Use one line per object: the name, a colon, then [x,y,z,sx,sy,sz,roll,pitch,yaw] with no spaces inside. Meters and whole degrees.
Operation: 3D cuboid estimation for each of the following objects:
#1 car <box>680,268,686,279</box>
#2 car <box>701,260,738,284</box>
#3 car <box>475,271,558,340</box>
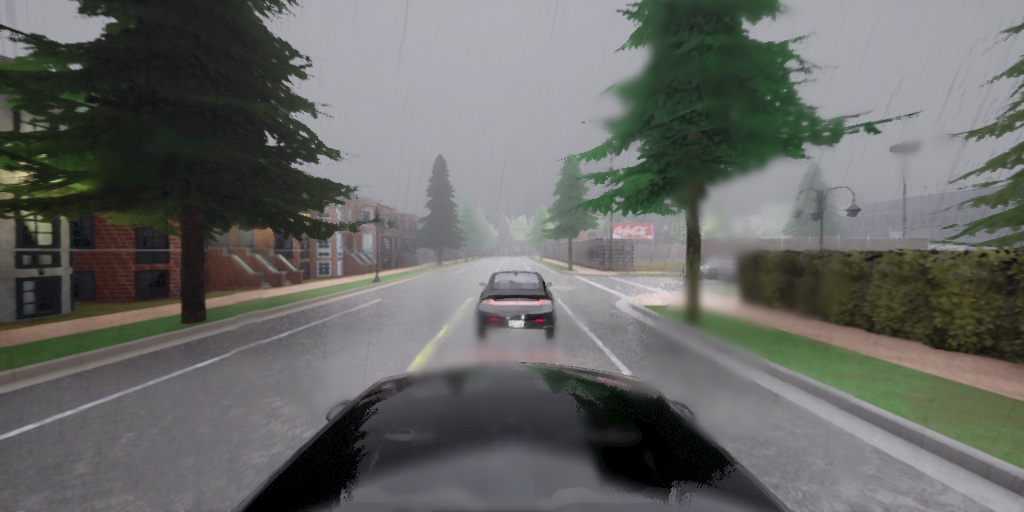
car: [14.115,0.991,24.755,4.674,1.442,1.812,0,1,1]
car: [14.589,1.059,21.235,5.357,1.411,2.033,0,1,3]
car: [0.109,1.135,9.658,2.128,1.511,4.902,0,1,0]
